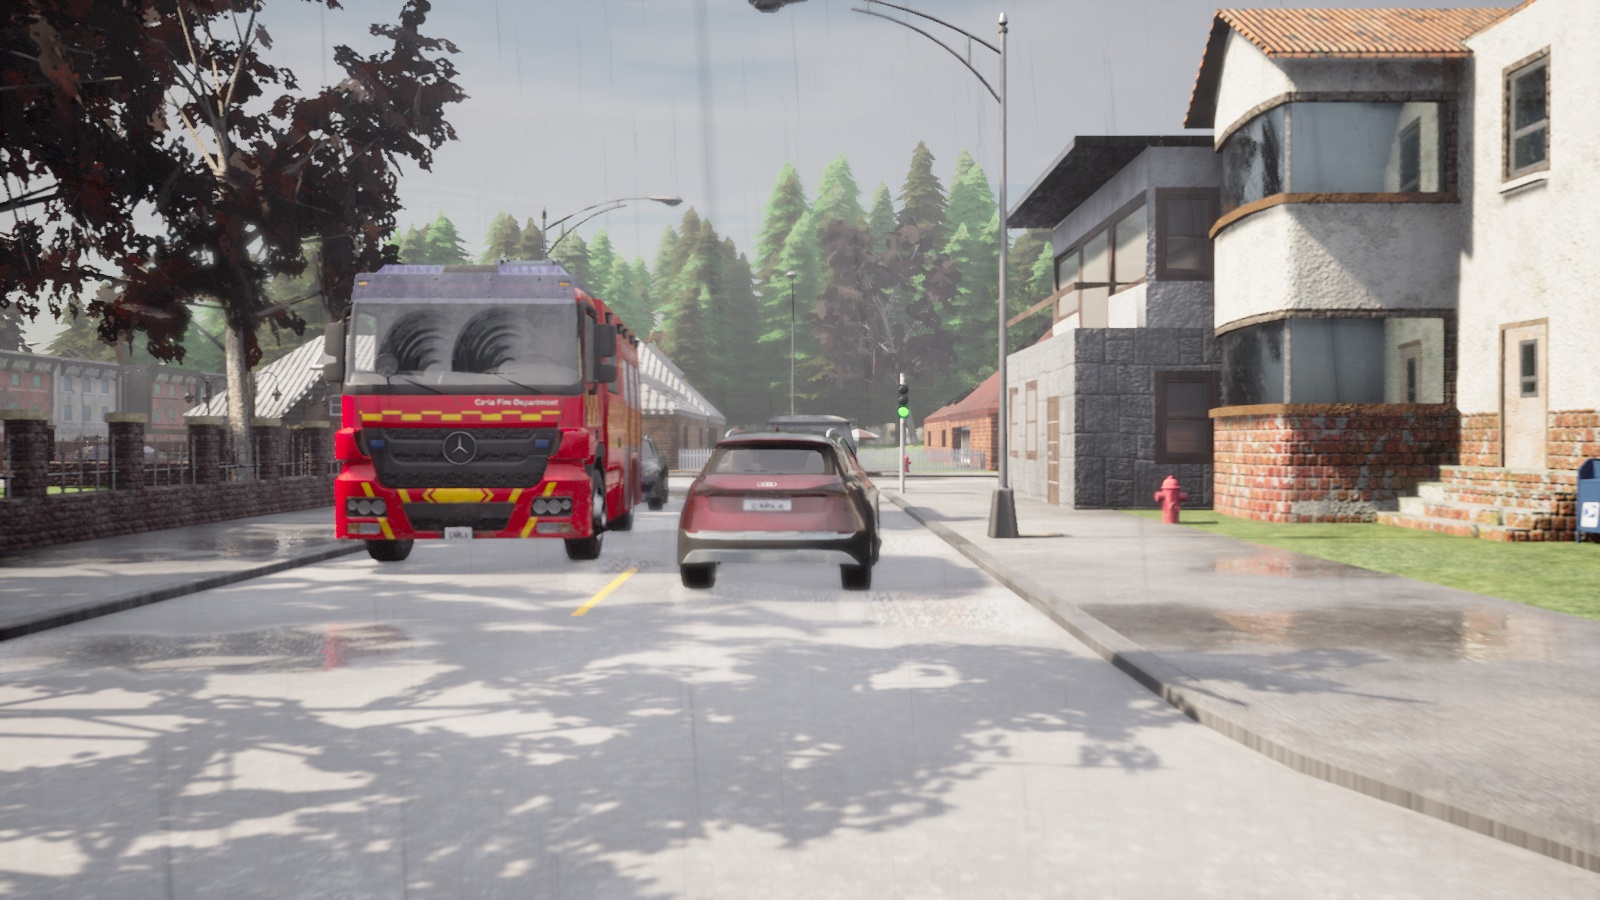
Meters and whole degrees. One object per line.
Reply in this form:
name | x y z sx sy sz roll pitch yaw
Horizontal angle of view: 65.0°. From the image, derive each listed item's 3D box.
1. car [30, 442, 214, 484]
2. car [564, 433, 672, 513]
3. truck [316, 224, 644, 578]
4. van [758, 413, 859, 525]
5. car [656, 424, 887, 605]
car | -23.794 0.440 44.247 5.357 1.411 2.033 0 0 -2
car | -3.987 0.459 28.279 2.033 1.649 4.856 0 0 -4
truck | -3.995 -0.557 17.878 2.891 3.827 8.468 0 0 -3
van | 0.155 0.316 24.520 1.775 1.987 4.442 0 1 0
car | -0.104 0.571 13.938 2.033 1.649 4.856 0 0 5
